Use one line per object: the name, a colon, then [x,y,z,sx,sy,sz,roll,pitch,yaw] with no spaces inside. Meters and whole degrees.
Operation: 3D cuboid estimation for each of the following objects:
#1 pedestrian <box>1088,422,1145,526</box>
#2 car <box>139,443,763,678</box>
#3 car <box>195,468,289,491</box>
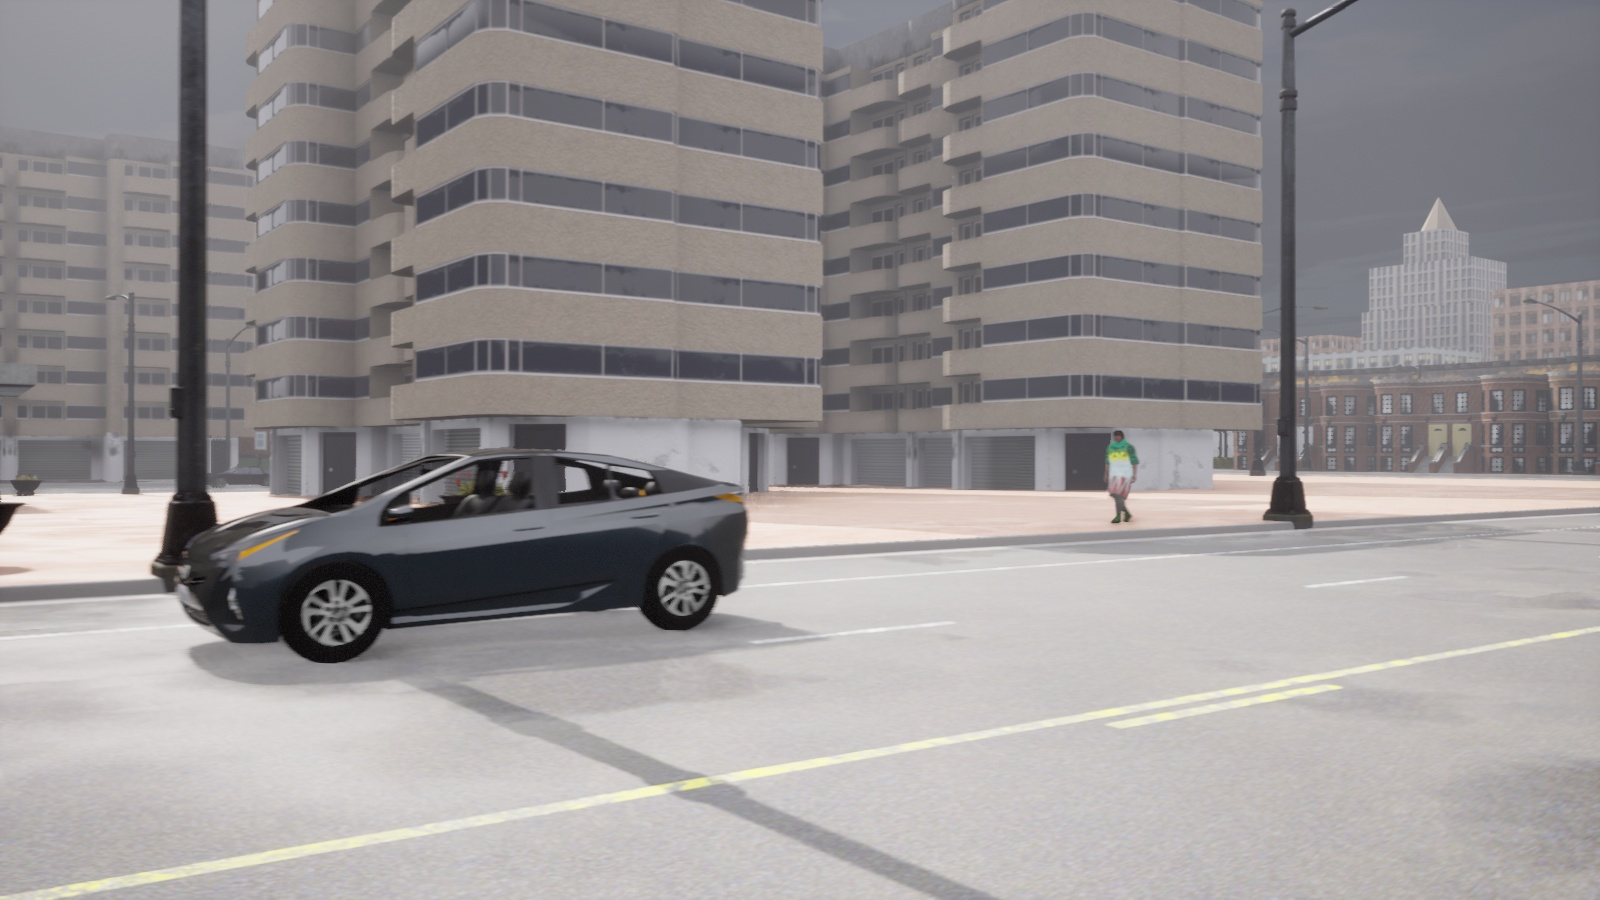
pedestrian: [6.088,0.446,24.157,0.873,1.952,0.659,0,0,-38]
car: [-2.740,0.723,10.280,4.514,1.525,2.007,0,0,-35]
car: [-36.999,1.930,83.328,5.357,1.411,2.033,0,0,-36]
